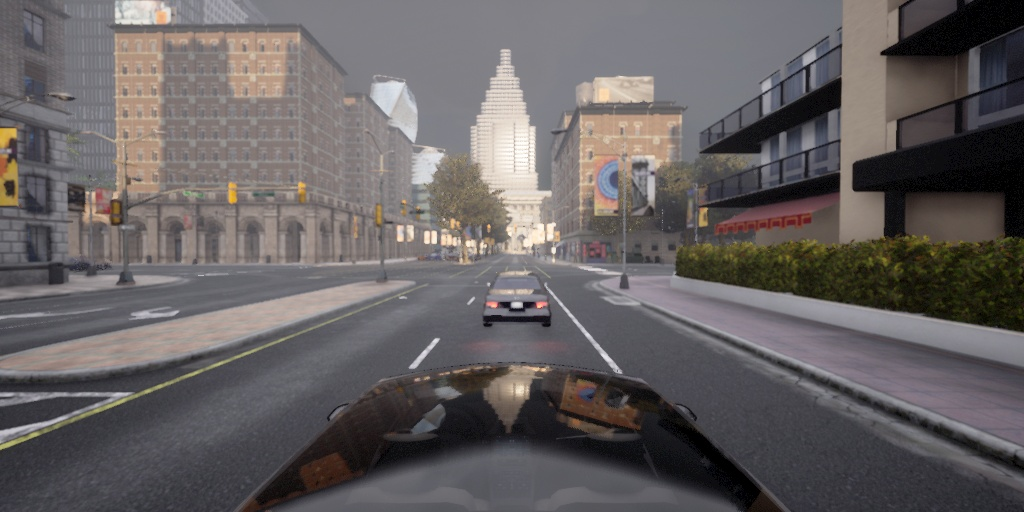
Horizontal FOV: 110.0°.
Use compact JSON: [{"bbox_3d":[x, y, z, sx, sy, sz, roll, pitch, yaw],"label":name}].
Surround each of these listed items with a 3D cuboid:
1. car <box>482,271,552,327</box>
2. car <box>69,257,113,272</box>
[{"bbox_3d":[0.154,1.155,10.911,2.033,1.411,5.357,0,1,1],"label":"car"},{"bbox_3d":[-42.274,0.779,34.801,5.357,1.411,2.033,0,1,1],"label":"car"}]
